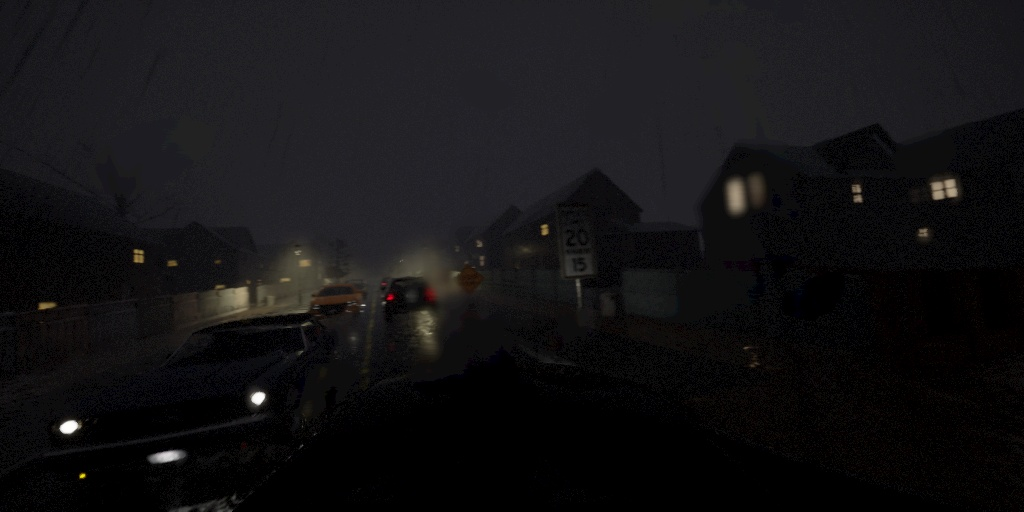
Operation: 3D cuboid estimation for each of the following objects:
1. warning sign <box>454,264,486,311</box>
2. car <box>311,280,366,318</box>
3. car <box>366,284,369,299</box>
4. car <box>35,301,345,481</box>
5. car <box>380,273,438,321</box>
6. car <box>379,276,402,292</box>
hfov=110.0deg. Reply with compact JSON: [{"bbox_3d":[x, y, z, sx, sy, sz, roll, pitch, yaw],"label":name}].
[{"bbox_3d":[-1.643,1.242,14.849,1.300,1.860,1.060,0,0,-21],"label":"warning sign"},{"bbox_3d":[-8.173,2.072,16.933,1.882,1.535,5.008,-3,-2,-21],"label":"car"},{"bbox_3d":[-12.328,2.610,28.089,2.128,1.511,4.902,-3,-1,-21],"label":"car"},{"bbox_3d":[-3.940,1.658,5.450,1.895,1.301,4.718,-3,-1,-19],"label":"car"},{"bbox_3d":[-4.676,1.699,16.004,2.097,1.767,4.553,-3,-1,-21],"label":"car"},{"bbox_3d":[-12.960,2.936,38.057,2.033,1.411,5.357,-3,-1,-20],"label":"car"}]
